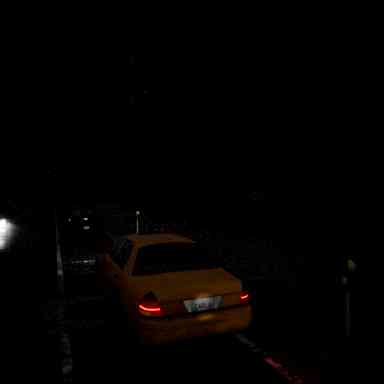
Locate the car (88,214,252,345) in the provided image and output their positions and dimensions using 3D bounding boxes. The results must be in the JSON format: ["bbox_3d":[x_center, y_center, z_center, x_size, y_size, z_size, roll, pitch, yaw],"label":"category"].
[{"bbox_3d":[-0.841,1.457,6.750,1.801,1.575,5.366,0,0,-23],"label":"car"}]

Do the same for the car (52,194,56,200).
[{"bbox_3d":[-31.731,1.470,79.499,1.967,1.590,4.097,0,0,-24],"label":"car"}]

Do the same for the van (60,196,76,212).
[{"bbox_3d":[-14.609,1.343,39.085,1.690,1.788,3.998,0,0,-23],"label":"van"}]

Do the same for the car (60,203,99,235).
[{"bbox_3d":[-6.122,1.551,18.686,2.008,1.369,4.403,0,0,-23],"label":"car"}]

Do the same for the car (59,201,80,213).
[{"bbox_3d":[-8.244,1.552,23.785,2.008,1.369,4.403,0,0,-23],"label":"car"}]

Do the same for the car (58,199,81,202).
[{"bbox_3d":[-10.365,1.567,28.885,1.947,1.339,4.313,0,0,-23],"label":"car"}]

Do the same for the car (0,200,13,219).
[{"bbox_3d":[-16.825,1.493,28.938,2.128,1.511,4.902,0,0,-22],"label":"car"}]

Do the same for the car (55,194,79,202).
[{"bbox_3d":[-12.487,1.316,33.986,2.192,1.841,5.009,0,0,-23],"label":"car"}]
